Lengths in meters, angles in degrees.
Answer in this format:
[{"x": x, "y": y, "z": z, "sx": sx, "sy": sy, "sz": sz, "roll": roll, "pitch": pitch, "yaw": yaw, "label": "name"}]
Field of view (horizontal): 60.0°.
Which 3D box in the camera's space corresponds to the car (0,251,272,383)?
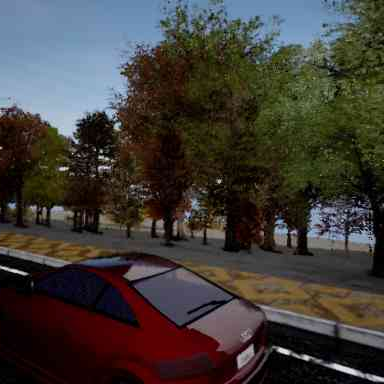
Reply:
[{"x": -1.126, "y": 1.506, "z": 4.345, "sx": 4.181, "sy": 1.385, "sz": 1.994, "roll": 1, "pitch": 1, "yaw": 35, "label": "car"}]
